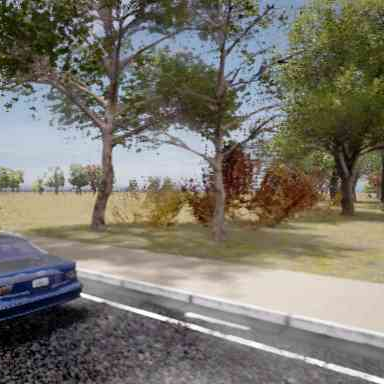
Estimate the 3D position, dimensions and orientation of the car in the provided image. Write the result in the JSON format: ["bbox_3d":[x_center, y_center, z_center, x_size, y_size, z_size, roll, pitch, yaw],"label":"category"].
[{"bbox_3d":[-4.591,1.554,6.950,5.357,1.411,2.033,0,0,34],"label":"car"}]
